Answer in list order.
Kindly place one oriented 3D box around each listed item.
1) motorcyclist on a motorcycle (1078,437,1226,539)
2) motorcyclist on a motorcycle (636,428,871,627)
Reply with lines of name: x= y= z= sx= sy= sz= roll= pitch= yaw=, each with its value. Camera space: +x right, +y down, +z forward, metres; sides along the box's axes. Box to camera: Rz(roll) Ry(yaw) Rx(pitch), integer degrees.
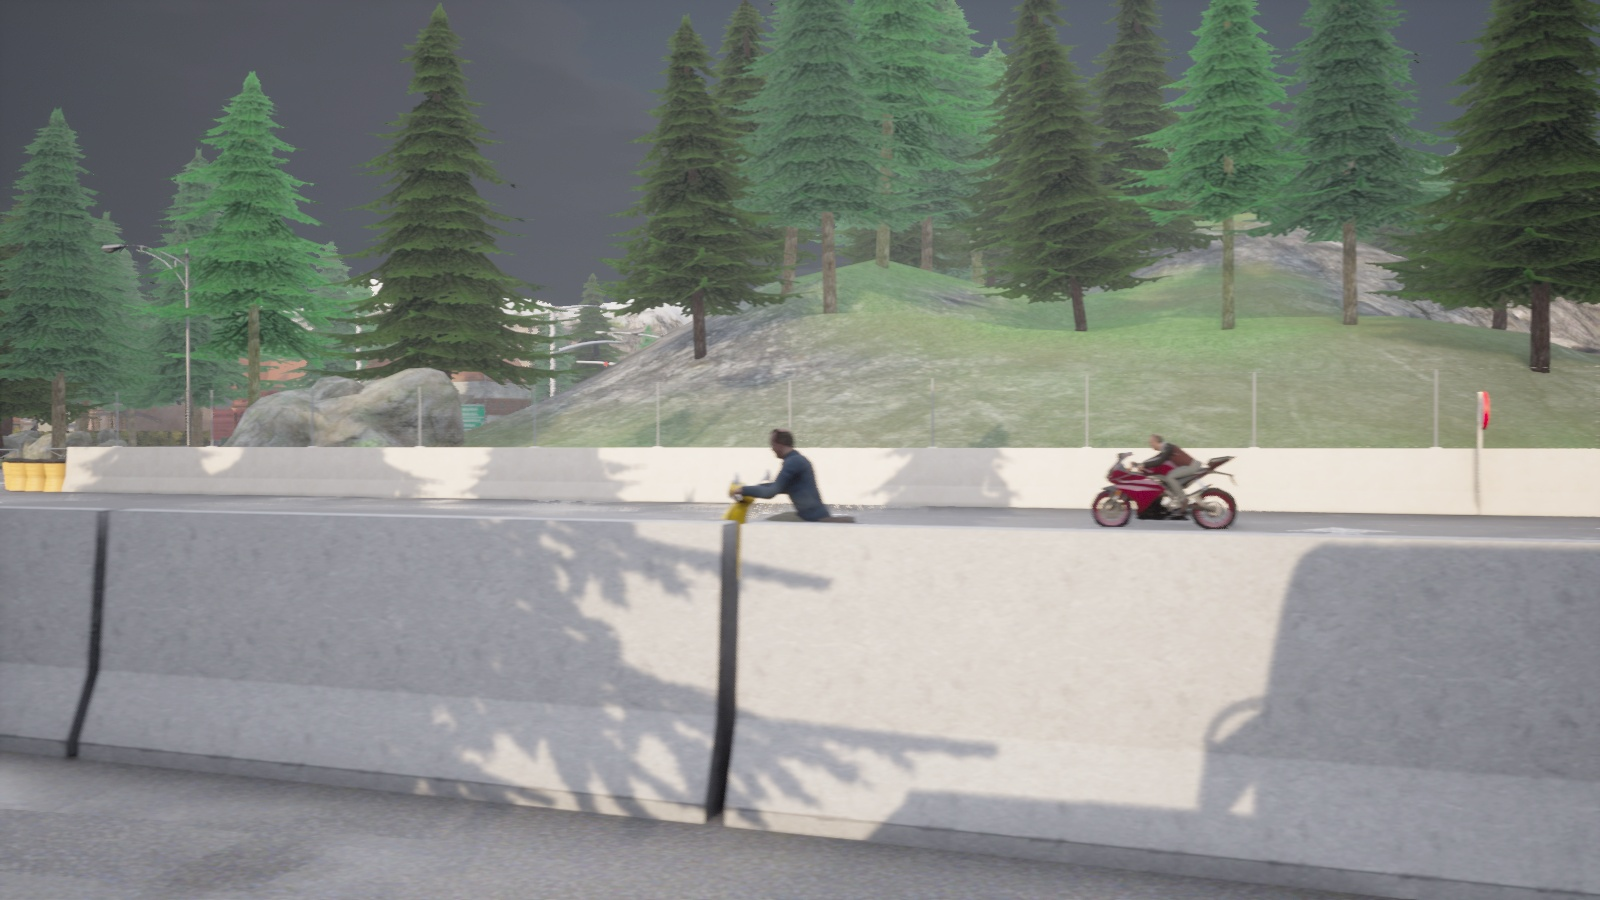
motorcyclist on a motorcycle: x=5.546 y=0.565 z=19.790 sx=2.191 sy=1.530 sz=0.866 roll=1 pitch=1 yaw=19
motorcyclist on a motorcycle: x=-0.383 y=0.607 z=10.706 sx=1.817 sy=1.590 sz=0.866 roll=0 pitch=1 yaw=19
